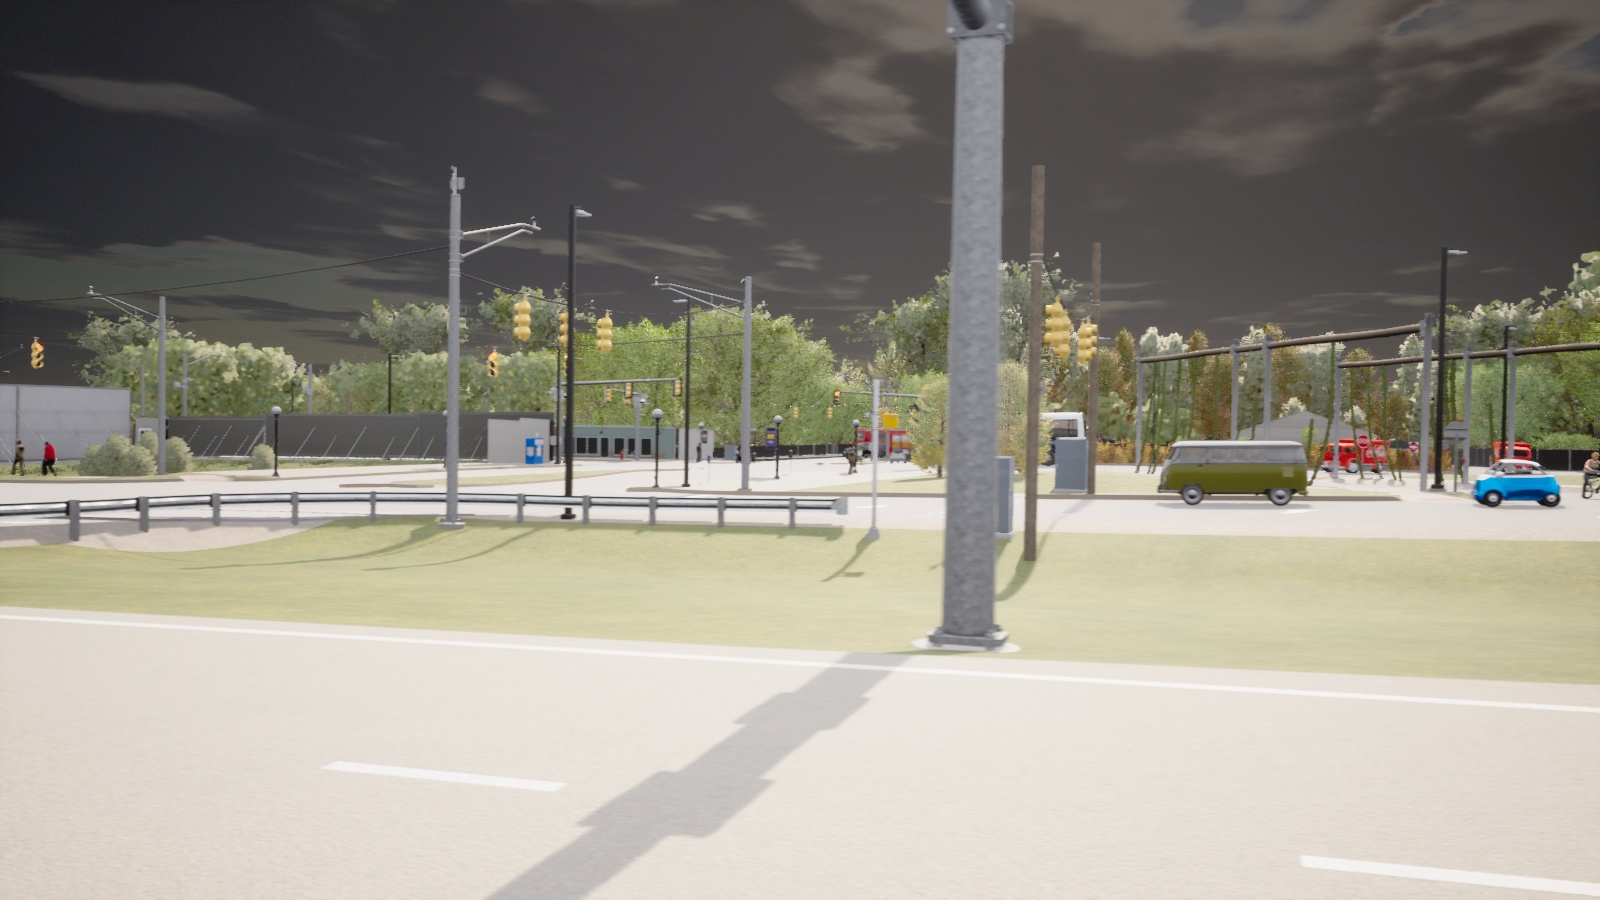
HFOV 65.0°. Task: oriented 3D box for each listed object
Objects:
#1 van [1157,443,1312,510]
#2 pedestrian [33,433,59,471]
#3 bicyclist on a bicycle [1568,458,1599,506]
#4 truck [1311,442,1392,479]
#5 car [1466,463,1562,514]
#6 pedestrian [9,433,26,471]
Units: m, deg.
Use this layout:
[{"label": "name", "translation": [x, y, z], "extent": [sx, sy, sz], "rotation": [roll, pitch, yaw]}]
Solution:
[{"label": "van", "translation": [13.478, 0.797, 39.121], "extent": [4.442, 1.987, 1.775], "rotation": [0, 1, 18]}, {"label": "pedestrian", "translation": [-37.200, 0.095, 61.994], "extent": [0.899, 1.844, 0.634], "rotation": [2, 1, 16]}, {"label": "bicyclist on a bicycle", "translation": [27.022, 1.076, 42.715], "extent": [0.866, 1.612, 1.509], "rotation": [1, -1, -1]}, {"label": "truck", "translation": [39.898, 0.744, 90.829], "extent": [5.204, 2.467, 2.627], "rotation": [0, 3, -29]}, {"label": "car", "translation": [20.822, 1.108, 36.701], "extent": [2.207, 1.376, 1.481], "rotation": [0, 1, 19]}, {"label": "pedestrian", "translation": [-39.369, 0.094, 63.165], "extent": [0.692, 1.930, 0.396], "rotation": [2, 1, 21]}]
